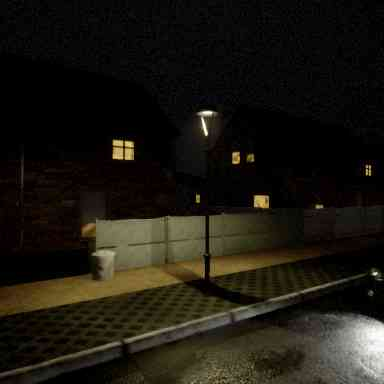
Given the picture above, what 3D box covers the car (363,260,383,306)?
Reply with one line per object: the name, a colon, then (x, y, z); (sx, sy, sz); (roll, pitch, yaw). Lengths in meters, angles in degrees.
car: (5.344, 1.569, 6.751); (4.181, 1.385, 1.994); (0, 0, -35)
